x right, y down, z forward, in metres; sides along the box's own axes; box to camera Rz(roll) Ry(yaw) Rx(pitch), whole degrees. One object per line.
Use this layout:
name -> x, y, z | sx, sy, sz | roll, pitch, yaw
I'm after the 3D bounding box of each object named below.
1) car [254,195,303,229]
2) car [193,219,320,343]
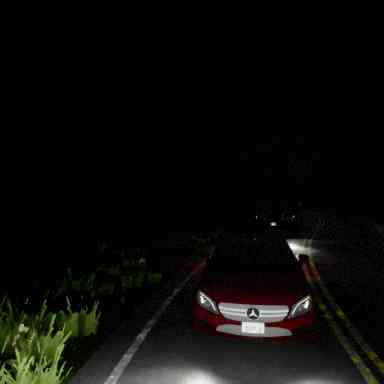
car -> 5.004, 1.215, 18.857 | 2.150, 2.045, 5.566 | -2, -1, 22
car -> 1.231, 1.534, 6.686 | 1.812, 1.442, 4.674 | -1, 0, 11
